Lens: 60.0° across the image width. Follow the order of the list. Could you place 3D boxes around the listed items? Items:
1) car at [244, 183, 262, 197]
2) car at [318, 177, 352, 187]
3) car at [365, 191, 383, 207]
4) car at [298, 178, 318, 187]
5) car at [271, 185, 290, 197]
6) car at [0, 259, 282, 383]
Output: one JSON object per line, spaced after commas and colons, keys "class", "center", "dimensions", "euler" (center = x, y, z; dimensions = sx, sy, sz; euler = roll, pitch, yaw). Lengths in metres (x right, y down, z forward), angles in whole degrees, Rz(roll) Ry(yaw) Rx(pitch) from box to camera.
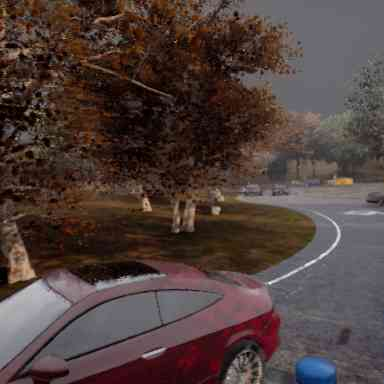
{"class": "car", "center": [8.110, -0.343, 43.795], "dimensions": [2.097, 1.767, 4.553], "euler": [-3, 2, 15]}
{"class": "car", "center": [24.786, -1.794, 56.904], "dimensions": [5.008, 1.535, 1.882], "euler": [-3, 2, -10]}
{"class": "car", "center": [15.014, 0.297, 22.971], "dimensions": [5.357, 1.411, 2.033], "euler": [-1, 3, 40]}
{"class": "car", "center": [21.125, -1.662, 59.179], "dimensions": [4.902, 1.511, 2.128], "euler": [-4, 3, -19]}
{"class": "car", "center": [10.968, -0.211, 41.690], "dimensions": [1.994, 1.385, 4.181], "euler": [-3, 2, 10]}
{"class": "car", "center": [-1.045, 1.512, 3.301], "dimensions": [4.674, 1.442, 1.812], "euler": [-1, 1, -37]}
